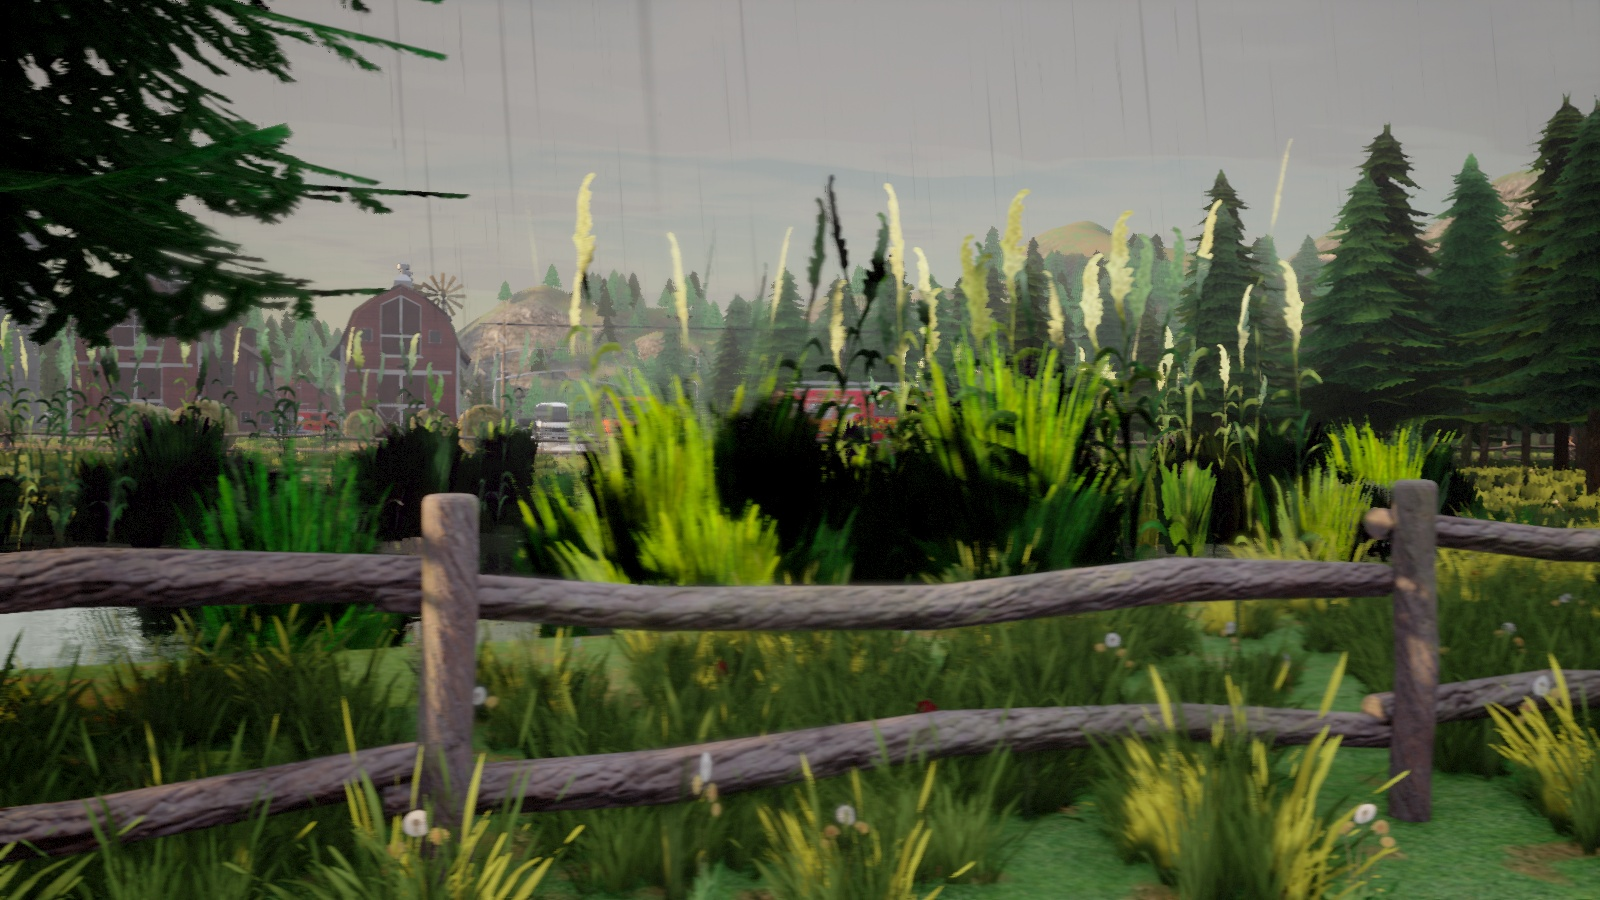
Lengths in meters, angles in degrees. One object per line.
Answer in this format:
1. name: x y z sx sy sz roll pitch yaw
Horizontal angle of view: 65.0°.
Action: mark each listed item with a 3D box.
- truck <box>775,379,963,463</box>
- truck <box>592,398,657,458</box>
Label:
1. truck: 3.276 -1.408 60.036 8.468 3.827 2.891 -1 1 -12
2. truck: -10.776 -1.303 76.429 2.891 3.462 7.936 -1 1 -15
